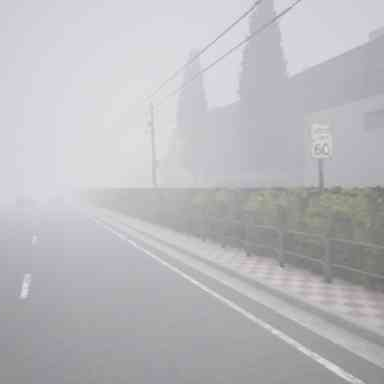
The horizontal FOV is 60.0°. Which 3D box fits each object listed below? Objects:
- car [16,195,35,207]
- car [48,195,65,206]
[{"bbox_3d":[-21.097,1.128,42.226,1.994,1.385,4.181,-2,2,-24],"label":"car"},{"bbox_3d":[-17.192,1.052,42.052,1.895,1.301,4.718,-2,2,-24],"label":"car"}]
